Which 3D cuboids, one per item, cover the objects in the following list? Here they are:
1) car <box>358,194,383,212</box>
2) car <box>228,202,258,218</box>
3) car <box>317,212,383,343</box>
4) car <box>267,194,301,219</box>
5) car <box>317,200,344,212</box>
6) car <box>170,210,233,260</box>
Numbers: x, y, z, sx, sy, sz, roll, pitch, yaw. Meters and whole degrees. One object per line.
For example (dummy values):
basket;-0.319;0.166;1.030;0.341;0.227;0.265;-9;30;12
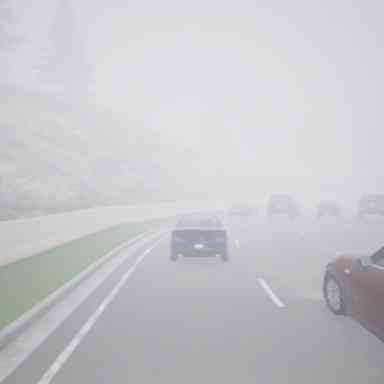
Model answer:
car;15.740;1.219;28.891;2.150;2.045;5.566;0;0;29
car;4.702;1.562;30.492;1.994;1.385;4.181;0;0;24
car;3.589;1.351;4.634;2.097;1.767;4.553;0;0;0
car;8.089;1.220;29.154;2.150;2.045;5.566;0;0;25
car;12.412;1.503;29.820;1.837;1.490;4.892;-1;0;28
car;0.285;1.477;12.493;1.882;1.535;5.008;0;0;2
